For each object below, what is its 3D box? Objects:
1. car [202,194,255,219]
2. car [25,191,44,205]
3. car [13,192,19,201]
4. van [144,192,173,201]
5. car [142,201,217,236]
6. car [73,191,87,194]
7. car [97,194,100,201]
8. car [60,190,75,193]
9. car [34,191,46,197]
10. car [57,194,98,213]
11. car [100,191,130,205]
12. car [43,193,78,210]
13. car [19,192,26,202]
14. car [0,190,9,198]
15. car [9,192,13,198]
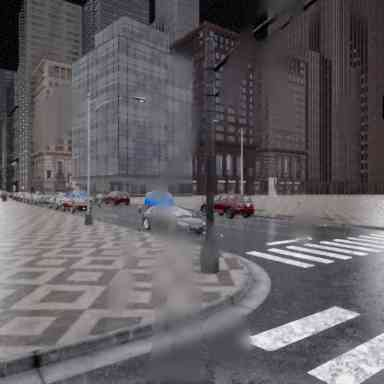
[{"bbox_3d":[2.747,1.048,26.367,2.192,1.841,5.009,1,0,-36],"label":"car"},{"bbox_3d":[-20.058,0.938,43.642,2.008,1.369,4.403,1,0,-36],"label":"car"},{"bbox_3d":[-26.399,0.700,52.529,1.967,1.590,4.097,1,0,-36],"label":"car"},{"bbox_3d":[-3.596,0.928,35.255,1.690,1.788,3.998,1,0,-36],"label":"van"},{"bbox_3d":[-1.031,1.366,16.981,2.008,1.369,4.403,1,0,-36],"label":"car"},{"bbox_3d":[-16.159,0.965,48.414,1.895,1.301,4.718,0,1,-36],"label":"car"},{"bbox_3d":[-13.114,0.932,48.588,2.008,1.369,4.403,1,0,-36],"label":"car"},{"bbox_3d":[-21.881,0.776,56.431,1.812,1.442,4.674,0,1,-35],"label":"car"},{"bbox_3d":[-38.487,0.492,84.139,1.887,1.381,4.507,0,0,-36],"label":"car"},{"bbox_3d":[-10.544,1.138,30.311,1.887,1.381,4.507,1,0,-36],"label":"car"},{"bbox_3d":[-9.939,0.764,44.144,2.192,1.841,5.009,1,0,-36],"label":"car"},{"bbox_3d":[-13.715,1.073,34.754,2.008,1.369,4.403,1,0,-36],"label":"car"},{"bbox_3d":[-23.229,0.873,48.086,2.008,1.369,4.403,1,0,-36],"label":"car"},{"bbox_3d":[-39.086,0.609,70.303,1.947,1.339,4.313,1,0,-36],"label":"car"},{"bbox_3d":[-29.572,0.746,56.973,1.887,1.381,4.507,1,0,-36],"label":"car"}]
